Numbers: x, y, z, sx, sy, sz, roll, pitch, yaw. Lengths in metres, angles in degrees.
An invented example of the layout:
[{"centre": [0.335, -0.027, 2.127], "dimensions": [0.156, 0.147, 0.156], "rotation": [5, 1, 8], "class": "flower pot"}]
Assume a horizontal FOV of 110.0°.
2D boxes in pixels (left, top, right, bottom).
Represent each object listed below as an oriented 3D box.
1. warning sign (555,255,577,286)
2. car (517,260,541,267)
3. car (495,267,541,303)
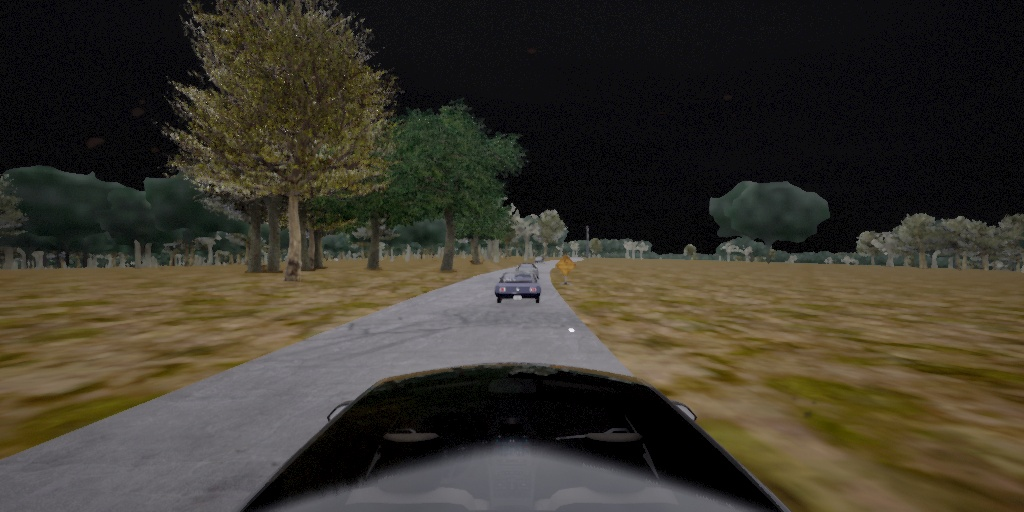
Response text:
[{"centre": [3.274, 0.844, 21.898], "dimensions": [1.300, 1.860, 1.060], "rotation": [0, 0, 4], "class": "warning sign"}, {"centre": [1.323, 1.278, 31.306], "dimensions": [1.994, 1.385, 4.181], "rotation": [0, 0, 5], "class": "car"}, {"centre": [0.332, 1.355, 16.437], "dimensions": [1.895, 1.301, 4.718], "rotation": [0, 0, 3], "class": "car"}]
